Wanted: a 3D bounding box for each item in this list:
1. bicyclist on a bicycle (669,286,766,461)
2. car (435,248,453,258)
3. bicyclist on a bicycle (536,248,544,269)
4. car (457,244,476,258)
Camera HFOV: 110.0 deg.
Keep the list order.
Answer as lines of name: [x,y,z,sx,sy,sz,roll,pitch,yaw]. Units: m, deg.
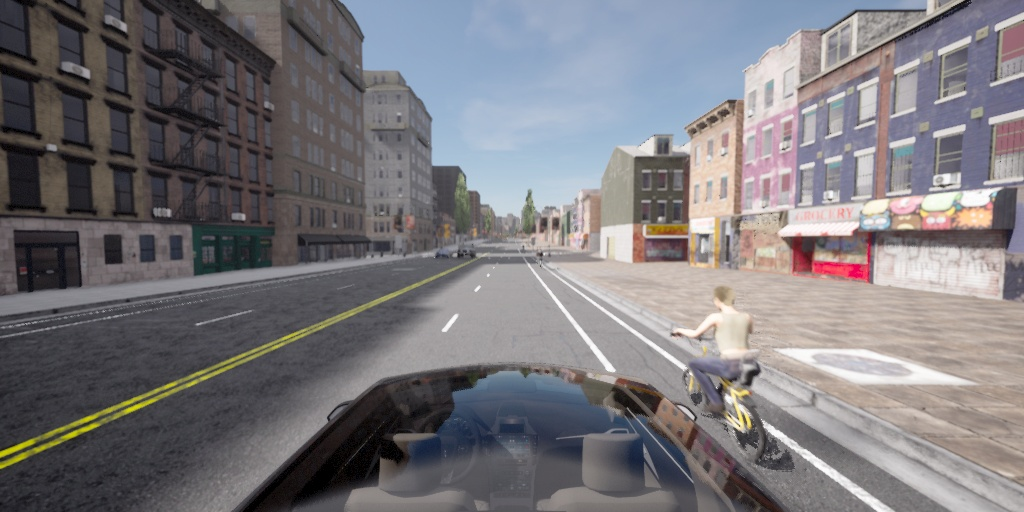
bicyclist on a bicycle: [2.247,1.116,3.910,0.866,1.612,1.509,0,2,0]
car: [-9.689,-0.429,51.546,2.033,1.411,5.357,0,2,0]
bicyclist on a bicycle: [2.285,0.210,29.473,0.659,1.776,1.843,0,2,0]
car: [-6.440,-0.763,51.356,2.150,2.045,5.566,0,2,0]
